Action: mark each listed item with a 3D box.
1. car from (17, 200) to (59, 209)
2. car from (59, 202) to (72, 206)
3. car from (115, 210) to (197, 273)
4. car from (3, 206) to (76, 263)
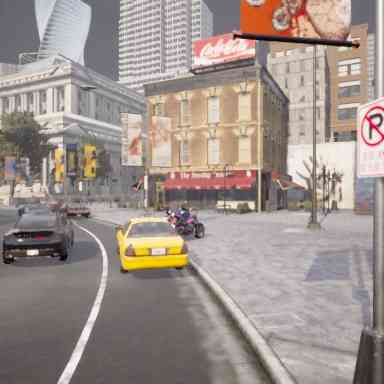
[{"bbox_3d":[-12.315,1.537,25.899,2.033,1.411,5.357,0,0,-35],"label":"car"},{"bbox_3d":[-14.167,1.507,33.065,2.002,1.452,4.674,0,0,-44],"label":"car"},{"bbox_3d":[-1.478,1.456,10.764,1.801,1.575,5.366,0,0,-15],"label":"car"},{"bbox_3d":[-5.393,1.502,12.082,1.837,1.490,4.892,0,0,-17],"label":"car"}]
